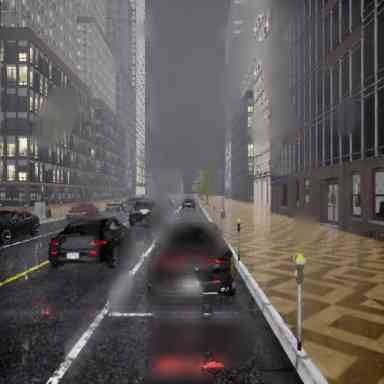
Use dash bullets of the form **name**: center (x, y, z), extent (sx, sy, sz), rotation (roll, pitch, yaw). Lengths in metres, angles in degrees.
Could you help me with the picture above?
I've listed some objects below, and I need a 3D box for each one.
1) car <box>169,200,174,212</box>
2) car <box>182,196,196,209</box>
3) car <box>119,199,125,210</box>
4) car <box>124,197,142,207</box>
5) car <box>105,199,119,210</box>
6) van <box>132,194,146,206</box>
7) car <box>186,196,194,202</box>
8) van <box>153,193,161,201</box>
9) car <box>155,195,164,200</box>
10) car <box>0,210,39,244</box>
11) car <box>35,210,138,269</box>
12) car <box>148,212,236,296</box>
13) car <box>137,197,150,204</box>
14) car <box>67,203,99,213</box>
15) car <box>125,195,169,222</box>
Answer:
- **car**: center (-3.079, 1.534, 37.168), extent (2.033, 1.411, 5.357), rotation (0, 0, 0)
- **car**: center (-0.452, 1.548, 44.248), extent (1.947, 1.339, 4.313), rotation (0, 0, 0)
- **car**: center (-6.231, 1.339, 36.701), extent (2.097, 1.767, 4.553), rotation (0, 0, 0)
- **car**: center (-8.833, 1.523, 49.953), extent (1.887, 1.381, 4.507), rotation (0, 0, 0)
- **car**: center (-8.833, 1.537, 38.569), extent (2.008, 1.369, 4.403), rotation (0, 0, 0)
- **van**: center (-8.832, 1.315, 55.645), extent (1.690, 1.788, 3.998), rotation (0, 0, 0)
- **car**: center (-0.452, 1.533, 78.399), extent (1.802, 1.307, 4.206), rotation (0, 0, 0)
- **van**: center (-8.831, 1.286, 84.106), extent (1.690, 1.788, 3.998), rotation (0, 0, 0)
- **car**: center (-8.832, 1.504, 89.799), extent (1.947, 1.339, 4.313), rotation (0, 0, 0)
- **car**: center (-8.833, 1.563, 15.800), extent (1.947, 1.339, 4.313), rotation (0, 0, 0)
- **car**: center (-3.148, 1.525, 11.058), extent (1.812, 1.442, 4.674), rotation (0, 0, 0)
- **car**: center (0.000, 1.503, 8.649), extent (1.837, 1.490, 4.892), rotation (0, 0, 0)
- **car**: center (-8.833, 1.550, 61.338), extent (1.802, 1.307, 4.206), rotation (0, 0, 0)
- **car**: center (-8.832, 1.575, 27.183), extent (1.802, 1.307, 4.206), rotation (0, 0, 0)
- **car**: center (-3.073, 1.346, 23.638), extent (2.097, 1.767, 4.553), rotation (0, 0, 0)
